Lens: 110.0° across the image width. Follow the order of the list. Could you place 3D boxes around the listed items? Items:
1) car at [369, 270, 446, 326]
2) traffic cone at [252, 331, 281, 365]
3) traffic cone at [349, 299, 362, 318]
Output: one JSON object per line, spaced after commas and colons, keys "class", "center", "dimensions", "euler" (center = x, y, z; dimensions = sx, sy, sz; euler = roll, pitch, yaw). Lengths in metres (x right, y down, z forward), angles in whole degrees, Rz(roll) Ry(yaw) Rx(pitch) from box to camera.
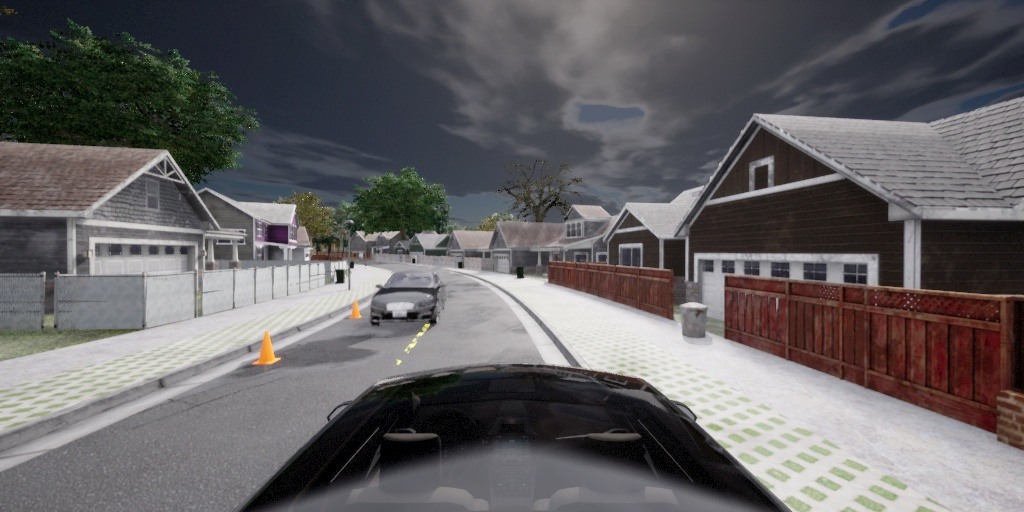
{"class": "car", "center": [-3.196, 1.228, 11.711], "dimensions": [2.128, 1.511, 4.902], "euler": [0, 0, -7]}
{"class": "traffic cone", "center": [-4.622, 1.704, 6.758], "dimensions": [0.340, 0.580, 0.340], "euler": [0, 0, -4]}
{"class": "traffic cone", "center": [-5.070, 1.693, 11.621], "dimensions": [0.340, 0.580, 0.340], "euler": [0, 0, -7]}
